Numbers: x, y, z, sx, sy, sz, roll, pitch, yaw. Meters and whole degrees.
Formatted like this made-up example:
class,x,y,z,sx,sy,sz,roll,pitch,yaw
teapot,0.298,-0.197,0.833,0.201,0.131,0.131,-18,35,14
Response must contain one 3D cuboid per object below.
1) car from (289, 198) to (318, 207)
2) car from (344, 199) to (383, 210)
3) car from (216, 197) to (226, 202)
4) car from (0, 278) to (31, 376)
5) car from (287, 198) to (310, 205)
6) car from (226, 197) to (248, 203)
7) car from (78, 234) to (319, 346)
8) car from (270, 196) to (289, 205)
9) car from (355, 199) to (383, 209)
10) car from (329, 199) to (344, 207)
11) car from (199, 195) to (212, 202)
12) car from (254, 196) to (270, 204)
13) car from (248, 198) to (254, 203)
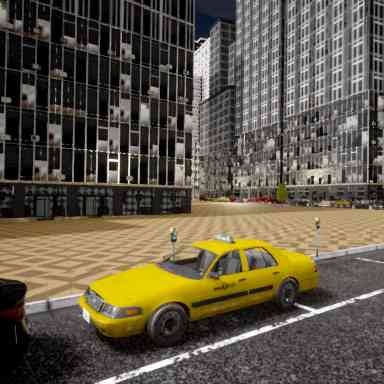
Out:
class,x,y,z,sx,sy,sz,roll,pitch,yaw
car,18.363,1.715,53.552,2.008,1.369,4.403,1,-1,-22
car,22.581,1.653,43.194,2.008,1.369,4.403,1,-1,-22
car,7.881,1.845,79.289,1.752,1.417,4.829,1,-1,-22
car,-3.954,1.565,3.265,4.313,1.339,1.947,0,1,-36
car,21.434,1.927,66.900,2.008,1.369,4.403,1,-1,-22
car,9.927,1.729,74.269,1.967,1.590,4.097,1,-1,-22
car,0.410,1.528,6.323,4.829,1.417,1.752,0,1,-35
car,16.255,1.636,58.732,1.967,1.590,4.097,1,-1,-22
car,27.765,1.833,51.356,2.008,1.369,4.403,1,-1,-22
car,25.591,1.840,56.695,1.752,1.417,4.829,1,-1,-22
car,3.601,1.698,89.806,2.192,1.841,5.009,1,-1,-22
car,17.217,1.753,77.265,2.192,1.841,5.009,1,-1,-22
car,15.103,2.051,82.443,1.802,1.307,4.206,1,-1,-22
